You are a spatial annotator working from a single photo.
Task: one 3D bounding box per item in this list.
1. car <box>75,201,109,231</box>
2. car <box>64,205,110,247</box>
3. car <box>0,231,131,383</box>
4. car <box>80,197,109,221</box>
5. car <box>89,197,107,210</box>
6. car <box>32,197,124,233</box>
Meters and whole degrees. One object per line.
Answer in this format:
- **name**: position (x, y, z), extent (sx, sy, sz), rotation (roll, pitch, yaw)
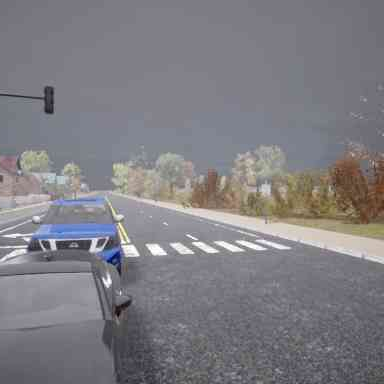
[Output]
- **car**: position (-6.505, 1.468, 21.889), extent (1.882, 1.535, 5.008), rotation (0, 0, -15)
- **car**: position (-4.968, 1.498, 16.135), extent (1.837, 1.490, 4.892), rotation (0, 0, -15)
- **car**: position (-1.740, 1.524, 3.956), extent (1.812, 1.442, 4.674), rotation (0, 0, -12)
- **car**: position (-8.033, 1.337, 27.631), extent (2.097, 1.767, 4.553), rotation (0, 0, -15)
- **car**: position (-12.068, 1.461, 42.743), extent (2.128, 1.511, 4.902), rotation (0, 0, -15)
- **car**: position (-3.345, 1.218, 10.054), extent (2.150, 2.045, 5.566), rotation (0, 0, -15)
